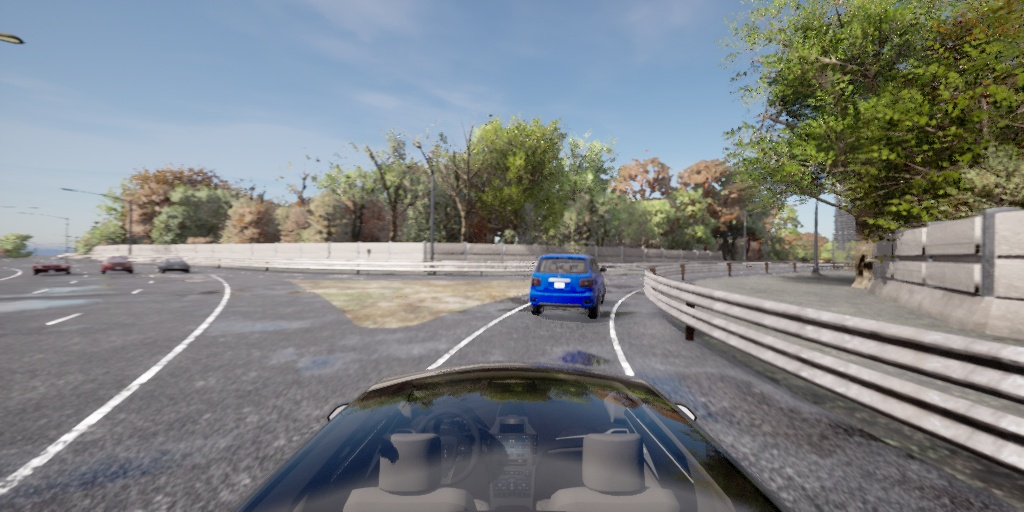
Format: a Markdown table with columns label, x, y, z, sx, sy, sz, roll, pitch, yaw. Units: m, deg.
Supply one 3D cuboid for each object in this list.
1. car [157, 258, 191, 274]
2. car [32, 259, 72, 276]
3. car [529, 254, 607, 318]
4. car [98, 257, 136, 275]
| label | x | y | z | sx | sy | sz | roll | pitch | yaw |
| --- | --- | --- | --- | --- | --- | --- | --- | --- | --- |
| car | -31.288 | 0.885 | 33.179 | 4.181 | 1.385 | 1.994 | 1 | 0 | 41 |
| car | -37.290 | 0.869 | 29.151 | 4.718 | 1.301 | 1.895 | 1 | 0 | 40 |
| car | 2.210 | 0.963 | 13.271 | 2.150 | 2.045 | 5.566 | 0 | 0 | 17 |
| car | -34.560 | 0.817 | 31.385 | 4.674 | 1.442 | 1.812 | 1 | 0 | 40 |
